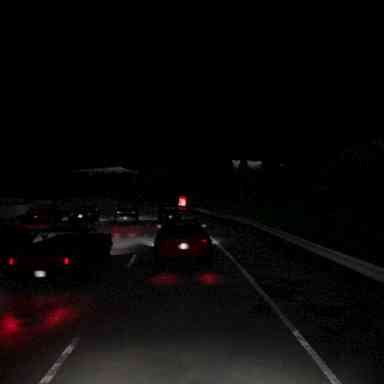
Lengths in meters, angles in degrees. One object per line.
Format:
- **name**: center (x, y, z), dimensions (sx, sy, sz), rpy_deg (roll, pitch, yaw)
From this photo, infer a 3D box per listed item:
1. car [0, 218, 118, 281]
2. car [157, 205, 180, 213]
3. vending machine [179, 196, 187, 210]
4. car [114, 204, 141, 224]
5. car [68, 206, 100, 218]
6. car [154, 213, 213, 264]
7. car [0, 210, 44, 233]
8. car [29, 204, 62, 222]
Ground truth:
- **car**: center (-3.752, 1.714, 10.255), dimensions (1.895, 1.301, 4.718), rpy_deg (0, -1, -2)
- **car**: center (-2.002, 1.811, 28.867), dimensions (1.812, 1.442, 4.674), rpy_deg (0, -1, -8)
- **vending machine**: center (-1.452, 1.705, 52.436), dimensions (1.100, 2.100, 0.880), rpy_deg (0, -1, -14)
- **car**: center (-5.351, 1.777, 27.565), dimensions (2.128, 1.511, 4.902), rpy_deg (0, 0, -7)
- **car**: center (-8.906, 1.863, 27.689), dimensions (1.994, 1.385, 4.181), rpy_deg (0, -1, -8)
- **car**: center (-0.373, 1.685, 12.376), dimensions (1.994, 1.385, 4.181), rpy_deg (0, -1, -3)
- **car**: center (-7.338, 1.631, 11.646), dimensions (2.128, 1.511, 4.902), rpy_deg (0, 0, -3)
- **car**: center (-12.536, 1.796, 28.415), dimensions (1.882, 1.535, 5.008), rpy_deg (0, -1, -8)
